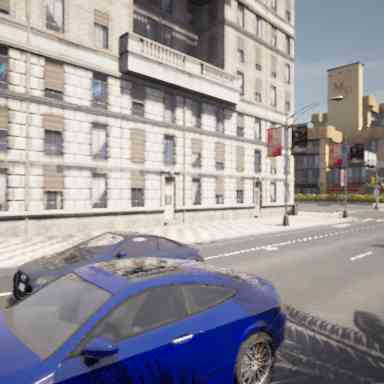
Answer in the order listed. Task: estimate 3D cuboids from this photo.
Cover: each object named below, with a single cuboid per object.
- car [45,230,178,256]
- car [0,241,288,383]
[{"bbox_3d":[-1.636,1.589,7.469,4.181,1.385,1.994,1,0,-41],"label":"car"},{"bbox_3d":[-0.835,1.537,3.607,4.674,1.442,1.812,1,0,-39],"label":"car"}]
